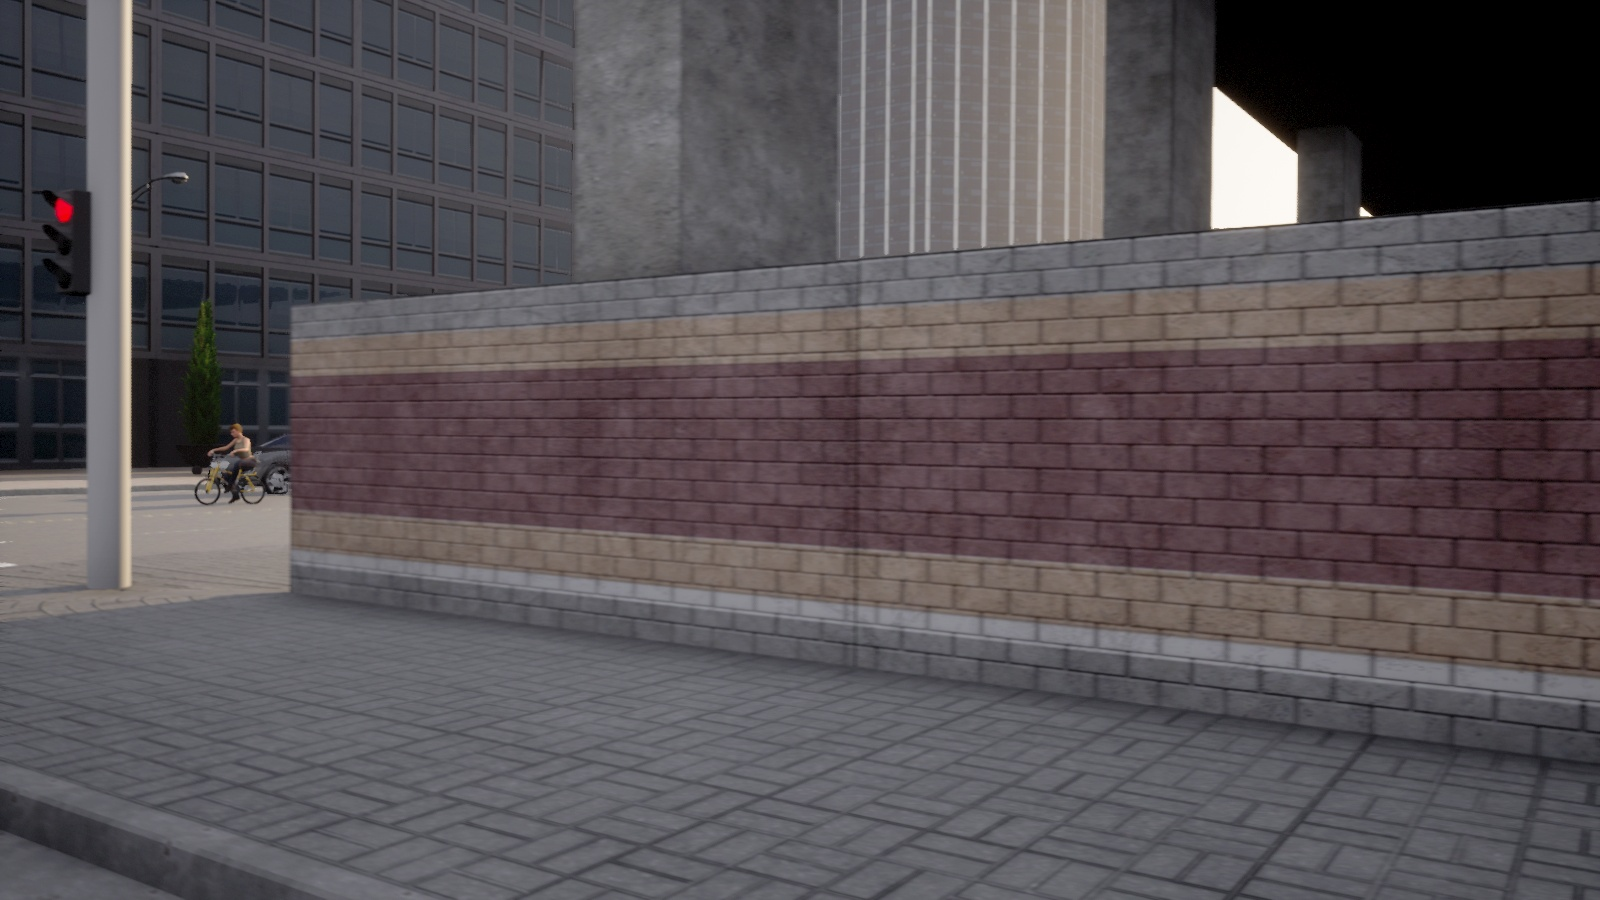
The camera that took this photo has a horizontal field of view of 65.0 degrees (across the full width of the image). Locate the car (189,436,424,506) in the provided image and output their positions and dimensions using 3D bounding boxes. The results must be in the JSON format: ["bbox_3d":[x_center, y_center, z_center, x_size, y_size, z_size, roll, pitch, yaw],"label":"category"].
[{"bbox_3d":[-11.743,0.437,30.217,2.128,1.511,4.902,0,1,34],"label":"car"}]

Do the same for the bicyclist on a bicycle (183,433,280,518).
[{"bbox_3d":[-11.187,0.486,24.746,0.866,1.612,1.509,0,0,34],"label":"bicyclist on a bicycle"}]
